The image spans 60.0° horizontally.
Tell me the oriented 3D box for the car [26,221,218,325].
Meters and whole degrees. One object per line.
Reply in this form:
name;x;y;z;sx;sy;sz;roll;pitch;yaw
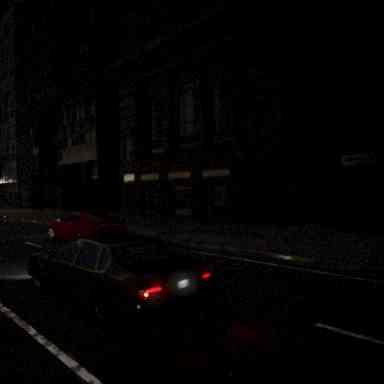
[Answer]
car;-1.899;1.634;7.422;2.033;1.411;5.357;-1;0;-44

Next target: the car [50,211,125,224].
car;-5.091;1.620;15.714;1.882;1.535;5.008;-1;0;-44
